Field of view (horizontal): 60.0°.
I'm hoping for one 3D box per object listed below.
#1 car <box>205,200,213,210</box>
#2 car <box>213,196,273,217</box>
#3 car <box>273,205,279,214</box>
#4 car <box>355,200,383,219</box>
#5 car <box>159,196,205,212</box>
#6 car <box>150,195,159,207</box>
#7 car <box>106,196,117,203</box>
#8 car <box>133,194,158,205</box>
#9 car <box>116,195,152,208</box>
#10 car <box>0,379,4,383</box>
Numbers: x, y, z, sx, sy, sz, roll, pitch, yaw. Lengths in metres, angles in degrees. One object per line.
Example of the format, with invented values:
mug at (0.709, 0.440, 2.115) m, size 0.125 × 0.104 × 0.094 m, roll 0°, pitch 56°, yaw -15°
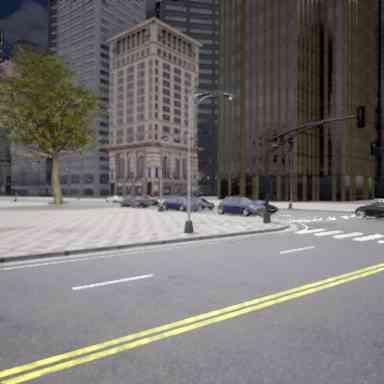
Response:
car at (0.641, 1.382, 39.239) m, size 1.837 × 1.490 × 4.892 m, roll 0°, pitch 0°, yaw -40°
car at (4.422, 1.207, 29.509) m, size 2.097 × 1.767 × 4.553 m, roll 0°, pitch 0°, yaw -38°
car at (6.314, 1.437, 32.376) m, size 1.994 × 1.385 × 4.181 m, roll 0°, pitch 0°, yaw -39°
car at (14.718, 1.382, 25.328) m, size 1.837 × 1.490 × 4.892 m, roll 3°, pitch 0°, yaw -15°
car at (-1.182, 1.212, 36.350) m, size 2.097 × 1.767 × 4.553 m, roll 0°, pitch 0°, yaw -40°
car at (-6.243, 1.446, 47.107) m, size 1.994 × 1.385 × 4.181 m, roll 0°, pitch 0°, yaw -42°
car at (-15.348, 1.456, 66.217) m, size 4.674 × 1.442 × 1.812 m, roll 0°, pitch 0°, yaw 45°
car at (-8.294, 1.274, 59.124) m, size 2.097 × 1.767 × 4.553 m, roll 0°, pitch 0°, yaw -43°
car at (-7.687, 1.428, 43.833) m, size 1.994 × 1.385 × 4.181 m, roll 0°, pitch 0°, yaw -42°
car at (-3.230, 1.612, 1.150) m, size 4.718 × 1.301 × 1.895 m, roll 0°, pitch 0°, yaw -36°
